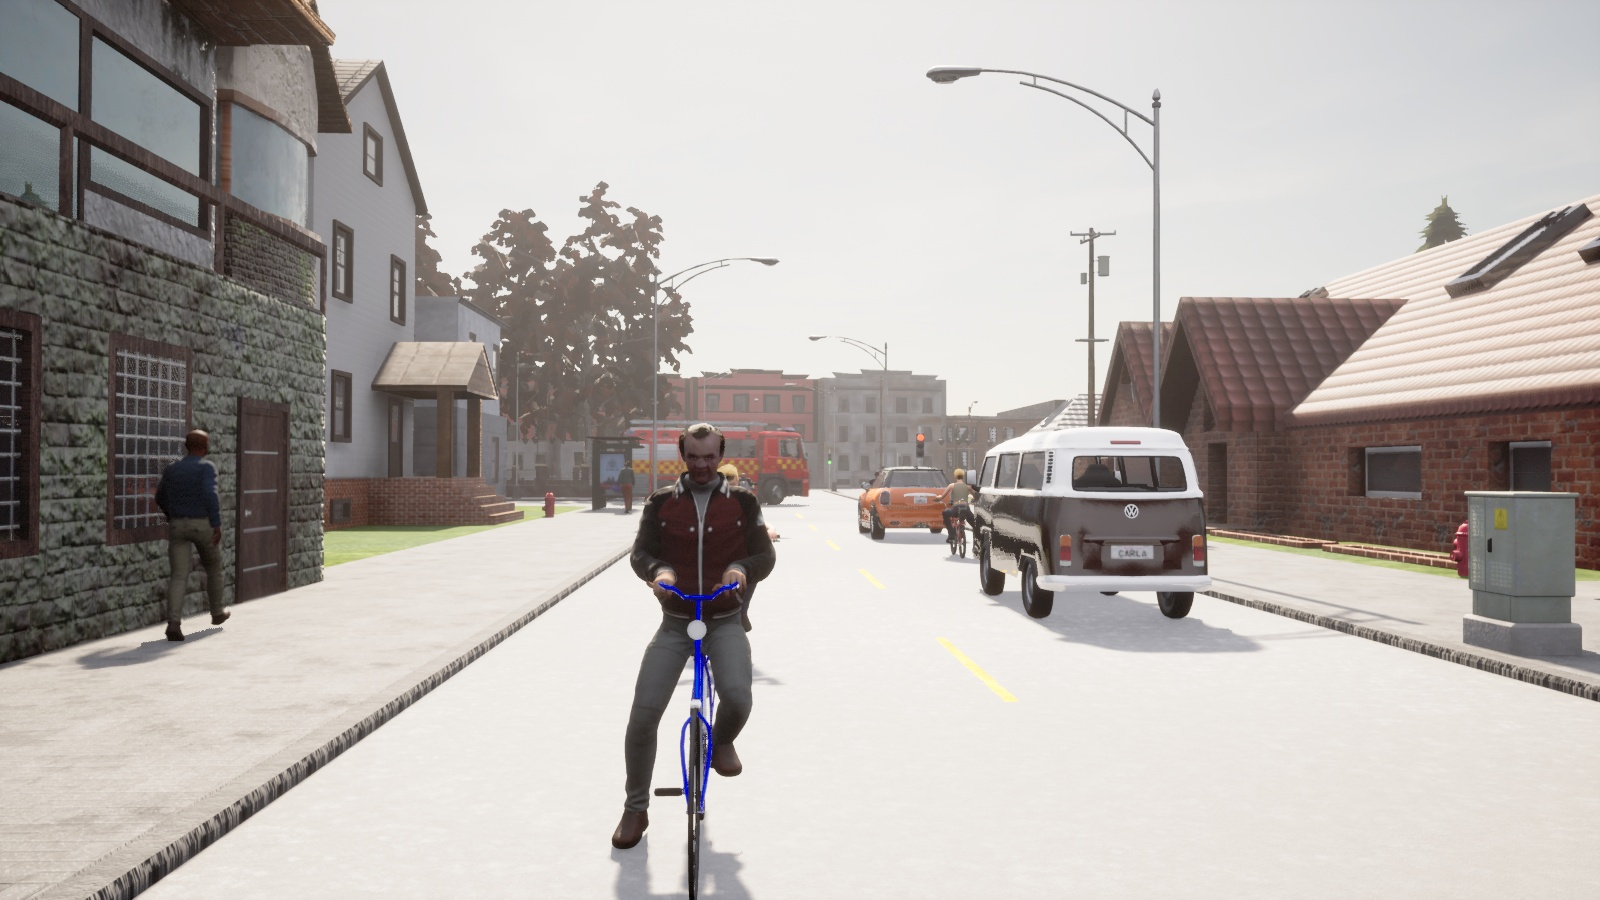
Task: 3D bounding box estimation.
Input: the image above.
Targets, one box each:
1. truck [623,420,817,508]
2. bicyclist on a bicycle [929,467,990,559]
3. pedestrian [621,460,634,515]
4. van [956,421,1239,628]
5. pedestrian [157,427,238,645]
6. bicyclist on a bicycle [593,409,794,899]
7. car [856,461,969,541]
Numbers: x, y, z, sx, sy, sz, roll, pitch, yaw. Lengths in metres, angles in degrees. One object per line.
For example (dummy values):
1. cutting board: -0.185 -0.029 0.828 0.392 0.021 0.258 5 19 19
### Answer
1. truck: -3.689 0.628 57.534 8.468 3.827 2.891 0 -1 -16
2. bicyclist on a bicycle: 2.899 1.124 22.953 0.866 1.612 1.509 0 -1 -2
3. pedestrian: -5.872 1.264 42.735 0.353 1.847 0.614 0 -1 -1
4. van: 3.239 0.772 14.712 2.069 2.038 4.480 0 -1 -2
5. pedestrian: -5.249 0.729 10.966 0.370 1.835 0.726 0 -1 -2
6. bicyclist on a bicycle: -0.398 0.772 5.058 0.659 1.776 1.843 0 -1 -3
7. car: 2.603 1.169 30.248 2.097 1.767 4.553 0 -1 -3
